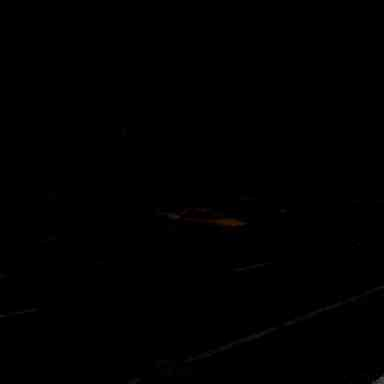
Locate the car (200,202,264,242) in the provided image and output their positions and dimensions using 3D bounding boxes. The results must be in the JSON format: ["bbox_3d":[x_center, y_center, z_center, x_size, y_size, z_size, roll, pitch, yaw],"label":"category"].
[{"bbox_3d":[0.821,1.493,16.995,1.946,1.575,5.366,0,0,-38],"label":"car"}]

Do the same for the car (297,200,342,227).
[{"bbox_3d":[6.966,1.505,22.221,2.163,1.488,4.792,0,0,-40],"label":"car"}]

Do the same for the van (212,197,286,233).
[{"bbox_3d":[2.764,1.266,18.940,1.878,1.987,4.442,0,0,-39],"label":"van"}]

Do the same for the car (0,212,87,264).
[{"bbox_3d":[-5.805,1.532,12.175,2.163,1.488,4.792,0,0,-36],"label":"car"}]

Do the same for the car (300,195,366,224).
[{"bbox_3d":[9.001,1.212,24.035,2.435,2.045,5.566,0,0,-40],"label":"car"}]

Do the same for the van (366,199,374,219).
[{"bbox_3d":[11.172,1.221,25.721,1.878,1.987,4.442,0,0,-41],"label":"van"}]

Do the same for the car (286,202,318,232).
[{"bbox_3d":[4.941,1.524,20.565,2.002,1.452,4.674,0,0,-39],"label":"car"}]

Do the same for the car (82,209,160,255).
[{"bbox_3d":[-3.589,1.532,13.769,2.163,1.488,4.792,0,0,-37],"label":"car"}]

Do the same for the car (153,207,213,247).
[{"bbox_3d":[-1.443,1.541,15.458,2.002,1.452,4.674,0,0,-38],"label":"car"}]

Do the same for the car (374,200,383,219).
[{"bbox_3d":[13.165,1.306,27.632,2.185,1.767,4.553,0,0,-41],"label":"car"}]
